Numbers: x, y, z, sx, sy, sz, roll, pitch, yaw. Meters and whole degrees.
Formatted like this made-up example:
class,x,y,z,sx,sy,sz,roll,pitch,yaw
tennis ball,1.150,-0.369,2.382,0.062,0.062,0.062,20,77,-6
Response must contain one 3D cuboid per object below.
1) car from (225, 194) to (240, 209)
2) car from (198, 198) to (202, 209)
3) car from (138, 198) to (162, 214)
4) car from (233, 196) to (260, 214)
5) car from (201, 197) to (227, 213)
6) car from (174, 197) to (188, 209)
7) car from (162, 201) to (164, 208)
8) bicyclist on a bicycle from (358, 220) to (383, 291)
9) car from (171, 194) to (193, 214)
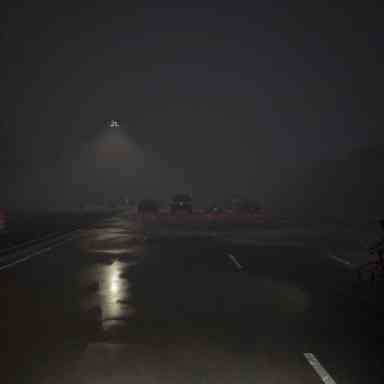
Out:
class,x,y,z,sx,sy,sz,roll,pitch,yaw
car,5.507,1.221,45.765,2.150,2.045,5.566,0,0,-1
car,1.991,1.491,46.530,2.128,1.511,4.902,0,0,-1
car,-4.622,1.477,35.780,1.882,1.535,5.008,0,0,-1
car,5.897,1.477,35.294,1.882,1.535,5.008,0,0,-2
car,2.364,1.525,36.561,1.812,1.442,4.674,0,0,-2
car,-1.522,1.477,46.990,1.882,1.535,5.008,0,0,-1
car,-4.992,1.547,45.691,2.033,1.411,5.357,0,0,-1
bicyclist on a bicycle,4.590,1.453,7.587,1.656,1.620,0.582,-1,0,-2
car,-1.088,1.224,35.399,2.150,2.045,5.566,0,0,-1
